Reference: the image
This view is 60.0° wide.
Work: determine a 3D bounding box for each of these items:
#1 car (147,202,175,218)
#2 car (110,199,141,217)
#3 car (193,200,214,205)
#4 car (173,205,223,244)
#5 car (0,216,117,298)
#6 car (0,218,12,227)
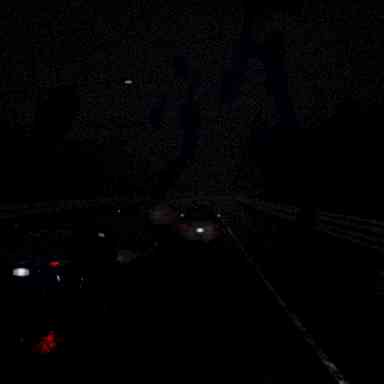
[{"bbox_3d":[-2.572,1.512,28.700,1.895,1.301,4.718,0,0,3],"label":"car"},{"bbox_3d":[-5.985,1.395,30.350,2.128,1.511,4.902,0,0,3],"label":"car"},{"bbox_3d":[1.070,1.430,31.125,1.812,1.442,4.674,0,0,3],"label":"car"},{"bbox_3d":[0.391,1.517,15.460,1.994,1.385,4.181,0,0,2],"label":"car"},{"bbox_3d":[-3.305,1.537,8.539,1.994,1.385,4.181,0,0,2],"label":"car"},{"bbox_3d":[-6.761,1.443,10.339,1.882,1.535,5.008,0,0,1],"label":"car"}]
